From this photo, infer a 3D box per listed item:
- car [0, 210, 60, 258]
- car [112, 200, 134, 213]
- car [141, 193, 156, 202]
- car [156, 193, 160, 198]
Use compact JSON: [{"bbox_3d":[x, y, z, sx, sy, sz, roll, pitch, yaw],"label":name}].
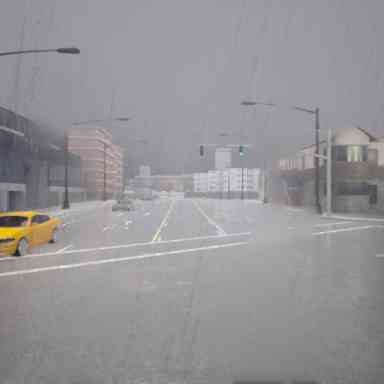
[{"bbox_3d":[-6.862,1.540,13.158,1.882,1.535,5.008,0,0,-2],"label":"car"},{"bbox_3d":[-7.713,1.568,37.418,1.895,1.301,4.718,0,1,-2],"label":"car"},{"bbox_3d":[-8.615,1.048,63.149,2.128,1.511,4.902,0,0,-2],"label":"car"},{"bbox_3d":[-9.473,1.084,87.618,2.097,1.767,4.553,0,-1,-2],"label":"car"}]
